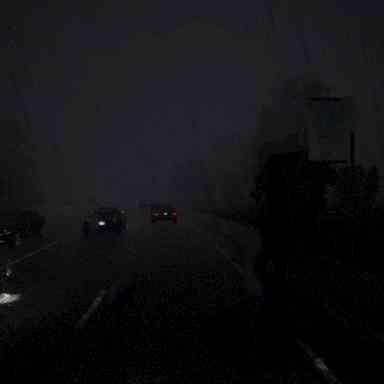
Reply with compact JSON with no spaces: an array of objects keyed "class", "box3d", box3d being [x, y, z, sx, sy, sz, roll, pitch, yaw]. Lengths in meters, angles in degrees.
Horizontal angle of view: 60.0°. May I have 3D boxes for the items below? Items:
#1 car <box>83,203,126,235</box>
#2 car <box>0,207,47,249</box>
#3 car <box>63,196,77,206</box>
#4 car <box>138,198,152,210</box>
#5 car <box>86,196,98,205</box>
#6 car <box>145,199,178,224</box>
[{"class":"car","box3d":[-4.859,1.561,18.921,1.994,1.385,4.181,0,0,-7]},{"class":"car","box3d":[-8.060,1.480,14.768,1.882,1.535,5.008,0,0,-6]},{"class":"car","box3d":[-20.158,1.472,54.997,2.128,1.511,4.902,0,0,-15]},{"class":"car","box3d":[-5.850,1.478,42.414,2.128,1.511,4.902,0,0,-14]},{"class":"car","box3d":[-16.689,1.459,55.581,1.882,1.535,5.008,0,0,-15]},{"class":"car","box3d":[-2.216,1.539,25.143,2.033,1.411,5.357,0,0,-9]}]
